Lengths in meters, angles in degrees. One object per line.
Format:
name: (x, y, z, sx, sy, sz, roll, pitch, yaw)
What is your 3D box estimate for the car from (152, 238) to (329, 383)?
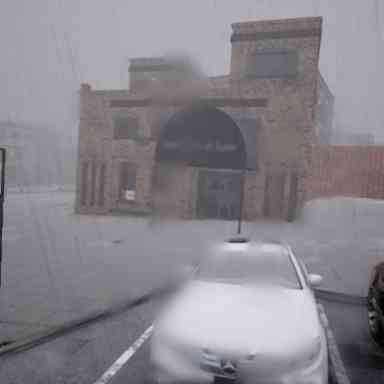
car: (0.936, 1.516, 5.250, 2.002, 1.452, 4.674, 0, -1, 15)

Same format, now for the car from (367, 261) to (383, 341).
car: (3.345, 1.499, 3.525, 2.163, 1.488, 4.792, 0, -1, 15)
